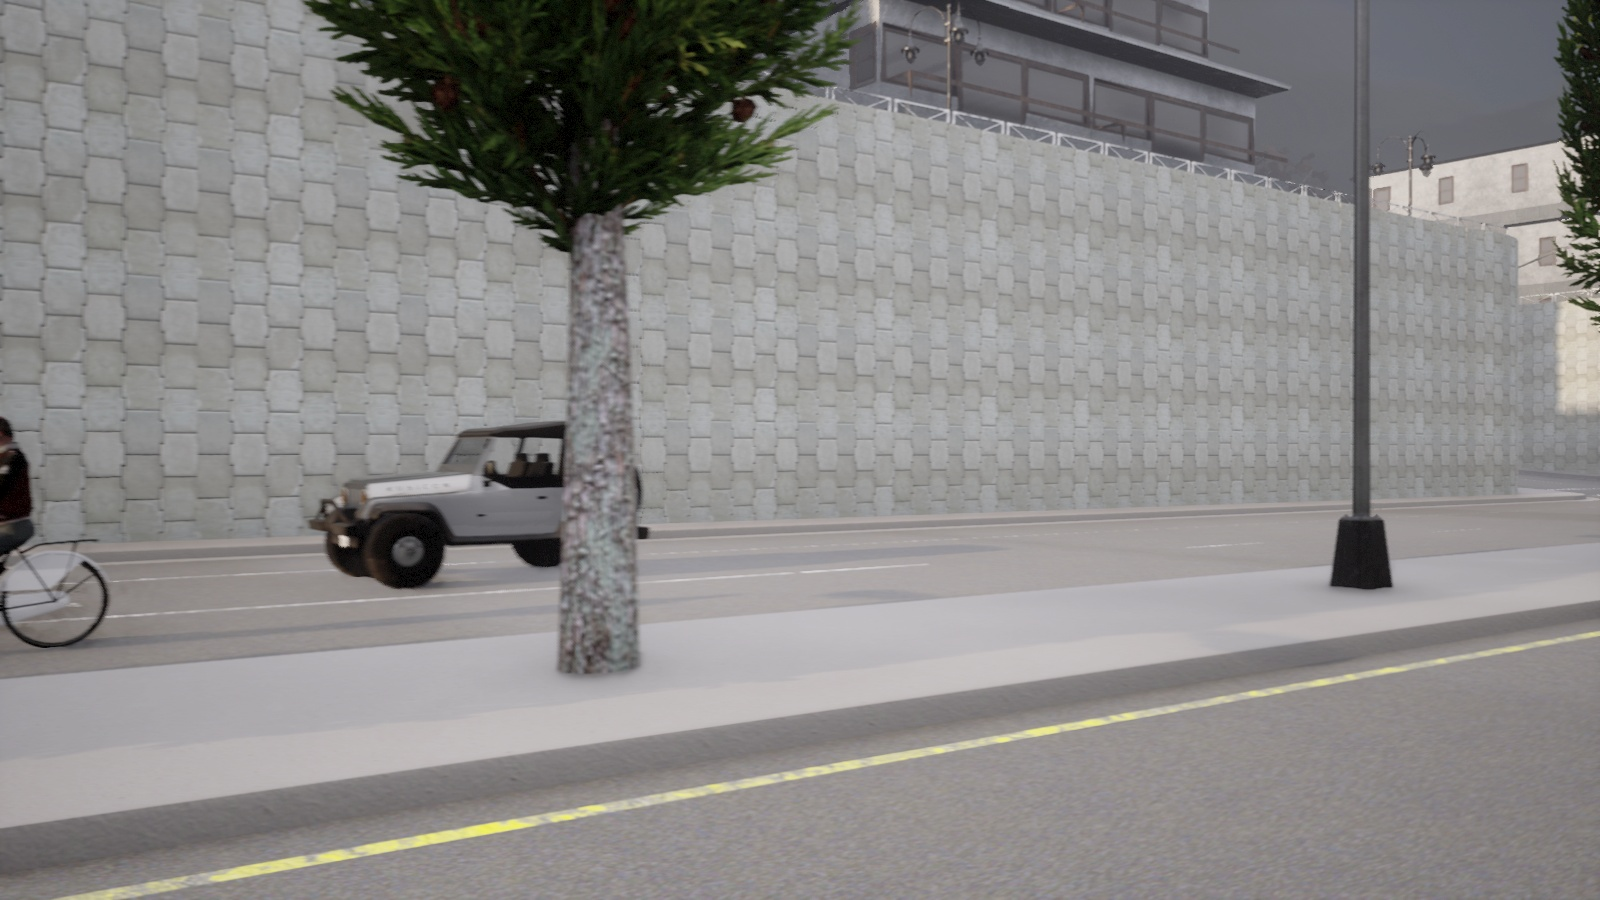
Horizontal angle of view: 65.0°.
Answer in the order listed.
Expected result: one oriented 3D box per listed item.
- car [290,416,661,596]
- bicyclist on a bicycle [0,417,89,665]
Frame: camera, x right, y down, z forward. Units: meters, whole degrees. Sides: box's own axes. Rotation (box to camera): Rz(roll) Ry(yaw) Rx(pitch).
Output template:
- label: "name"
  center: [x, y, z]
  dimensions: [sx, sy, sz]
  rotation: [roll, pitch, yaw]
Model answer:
- label: "car"
  center: [-3.834, 0.586, 15.002]
  dimensions: [3.866, 1.878, 1.905]
  rotation: [0, 0, -35]
- label: "bicyclist on a bicycle"
  center: [-6.227, 0.651, 9.072]
  dimensions: [1.843, 1.776, 0.659]
  rotation: [0, 0, -35]
